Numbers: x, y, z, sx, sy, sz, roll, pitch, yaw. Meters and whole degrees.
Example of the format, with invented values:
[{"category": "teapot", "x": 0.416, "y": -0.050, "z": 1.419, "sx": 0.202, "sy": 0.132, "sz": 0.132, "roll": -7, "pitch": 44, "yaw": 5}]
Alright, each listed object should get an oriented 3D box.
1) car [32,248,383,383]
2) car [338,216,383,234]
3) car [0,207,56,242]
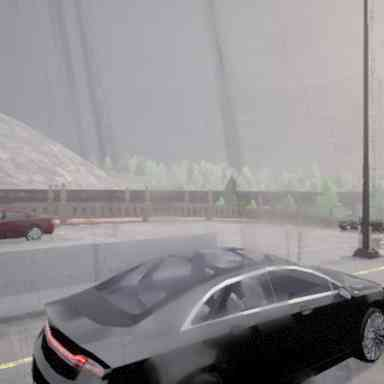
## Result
[{"category": "car", "x": 0.682, "y": 1.493, "z": 4.233, "sx": 4.902, "sy": 1.511, "sz": 2.128, "roll": 0, "pitch": 0, "yaw": -35}, {"category": "car", "x": 13.757, "y": 2.607, "z": 26.664, "sx": 4.718, "sy": 1.301, "sz": 1.895, "roll": 6, "pitch": -4, "yaw": -35}, {"category": "car", "x": -8.813, "y": 1.479, "z": 14.902, "sx": 5.008, "sy": 1.535, "sz": 1.882, "roll": 0, "pitch": 0, "yaw": -35}]
